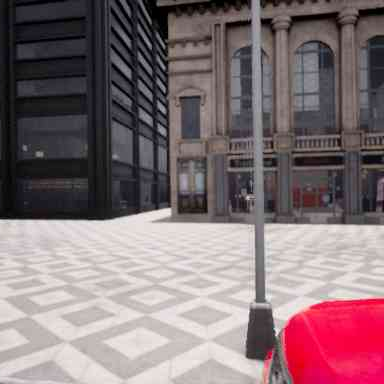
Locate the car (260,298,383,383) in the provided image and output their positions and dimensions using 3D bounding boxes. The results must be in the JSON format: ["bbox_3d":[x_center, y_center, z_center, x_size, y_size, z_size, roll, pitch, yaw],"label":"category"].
[{"bbox_3d":[3.176,1.220,1.763,5.566,2.045,2.150,0,0,8],"label":"car"}]
